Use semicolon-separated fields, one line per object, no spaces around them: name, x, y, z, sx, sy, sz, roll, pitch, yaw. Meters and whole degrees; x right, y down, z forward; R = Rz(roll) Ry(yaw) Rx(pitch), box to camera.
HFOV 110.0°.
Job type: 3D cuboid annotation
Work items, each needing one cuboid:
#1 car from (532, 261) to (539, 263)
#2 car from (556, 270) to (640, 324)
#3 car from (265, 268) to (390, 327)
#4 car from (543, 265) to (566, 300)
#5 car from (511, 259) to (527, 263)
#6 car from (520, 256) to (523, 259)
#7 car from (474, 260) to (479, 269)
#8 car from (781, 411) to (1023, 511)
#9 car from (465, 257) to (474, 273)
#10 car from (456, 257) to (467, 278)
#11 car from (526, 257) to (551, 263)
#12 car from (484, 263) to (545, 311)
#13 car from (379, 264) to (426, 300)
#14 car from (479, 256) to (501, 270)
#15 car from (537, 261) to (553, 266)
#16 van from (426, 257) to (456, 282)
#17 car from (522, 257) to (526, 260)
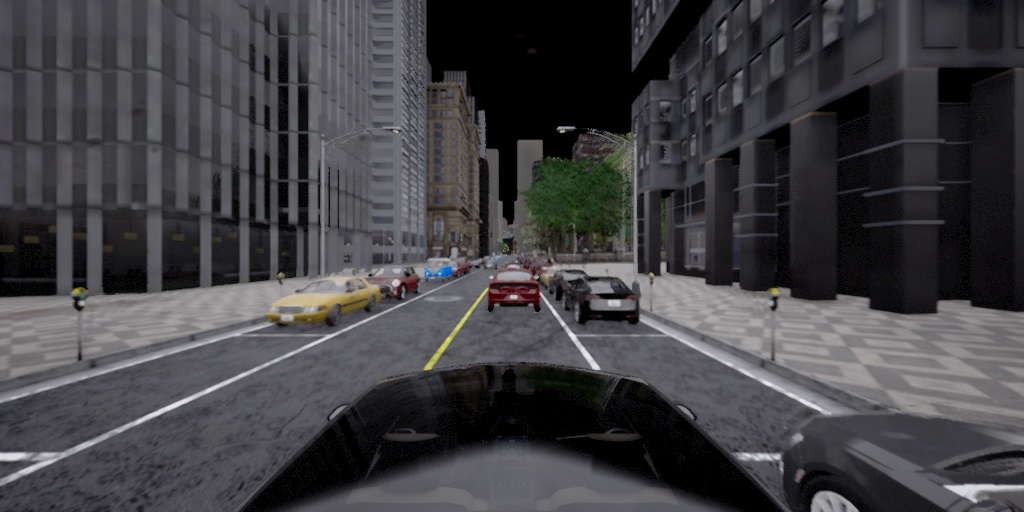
car;2.765;1.310;28.218;1.802;1.307;4.207;0;0;0
car;2.764;1.308;11.758;1.948;1.339;4.313;0;0;0
car;-5.761;1.267;11.598;1.751;1.417;4.829;0;0;0
car;2.764;1.303;17.244;1.948;1.339;4.313;0;0;0
car;0.079;1.252;29.692;1.812;1.442;4.674;0;0;0
car;2.766;1.013;55.653;2.192;1.841;5.009;0;0;0
car;-5.759;1.264;55.671;1.948;1.339;4.313;0;0;0
car;2.764;1.301;0.784;2.007;1.370;4.403;0;0;0
car;-5.760;1.033;39.206;2.192;1.841;5.009;0;0;0
car;-5.760;1.163;33.719;1.967;1.591;4.097;0;0;0
car;2.765;1.038;33.704;2.192;1.841;5.009;0;0;0
car;0.077;1.217;14.492;1.882;1.535;5.008;0;0;0
car;-5.761;1.177;17.256;1.967;1.591;4.097;0;0;0
car;-3.068;1.198;50.963;2.128;1.511;4.902;0;0;0
car;2.764;1.258;22.901;1.751;1.417;4.829;0;0;0
van;-5.760;1.069;28.231;1.690;1.789;3.998;0;0;0
car;2.766;1.028;44.678;2.192;1.841;5.009;0;0;0
